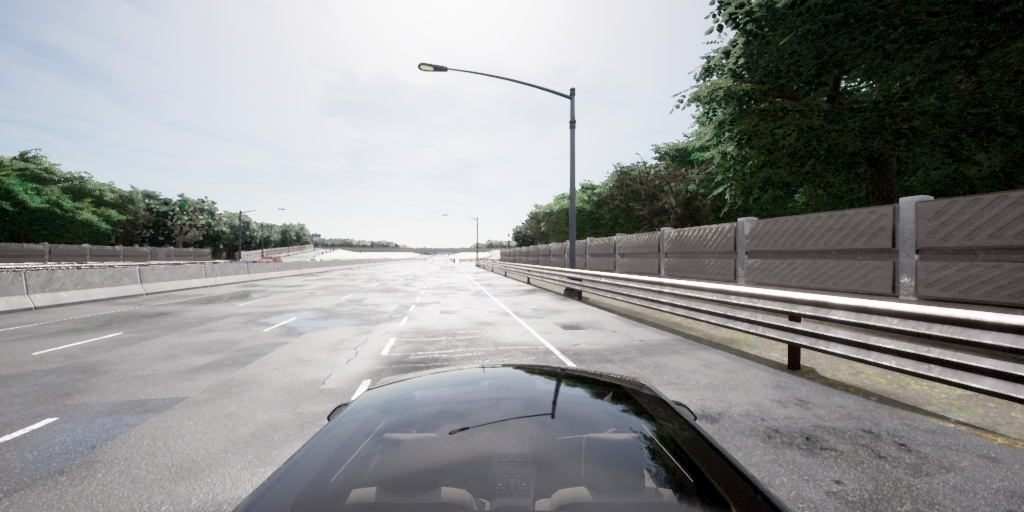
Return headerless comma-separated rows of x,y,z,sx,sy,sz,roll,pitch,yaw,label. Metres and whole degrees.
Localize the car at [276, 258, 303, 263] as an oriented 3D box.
-30.205,1.340,49.933,2.033,1.411,5.357,0,0,-10,car
